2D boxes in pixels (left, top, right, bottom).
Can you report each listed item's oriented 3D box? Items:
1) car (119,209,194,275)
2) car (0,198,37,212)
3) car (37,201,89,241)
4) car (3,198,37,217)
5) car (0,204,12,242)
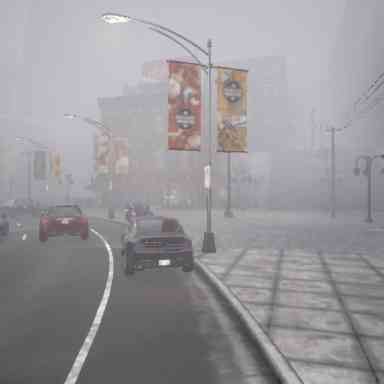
[{"bbox_3d":[-1.251,1.502,10.602,1.837,1.490,4.892,0,0,-14],"label":"car"},{"bbox_3d":[-20.128,1.496,38.354,4.674,1.452,2.002,0,0,37],"label":"car"},{"bbox_3d":[-6.570,1.359,16.918,2.097,1.767,4.553,0,0,-24],"label":"car"},{"bbox_3d":[-16.104,1.348,30.711,2.097,1.767,4.553,0,0,-44],"label":"car"},{"bbox_3d":[-9.782,1.523,15.527,1.812,1.442,4.674,0,0,-24],"label":"car"}]
